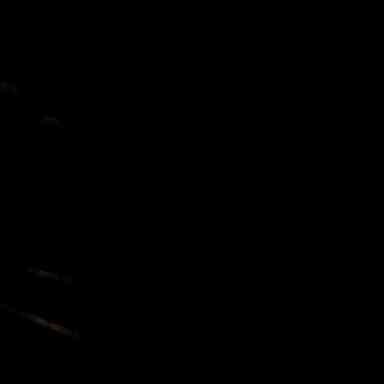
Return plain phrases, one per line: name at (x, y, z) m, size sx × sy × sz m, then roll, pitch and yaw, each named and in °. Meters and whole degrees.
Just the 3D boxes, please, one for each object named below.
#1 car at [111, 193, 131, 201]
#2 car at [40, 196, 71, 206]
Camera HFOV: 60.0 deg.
car at (-15.041, 1.079, 70.609) m, size 1.837 × 1.490 × 4.892 m, roll 0°, pitch 0°, yaw 36°
car at (-22.590, 1.475, 55.347) m, size 1.882 × 1.535 × 5.008 m, roll 0°, pitch 0°, yaw 36°
